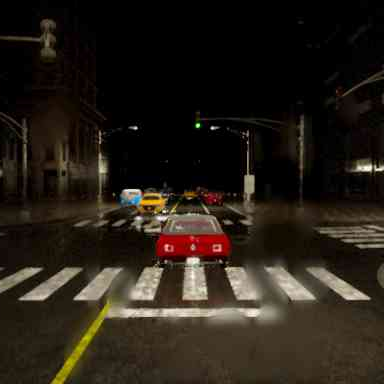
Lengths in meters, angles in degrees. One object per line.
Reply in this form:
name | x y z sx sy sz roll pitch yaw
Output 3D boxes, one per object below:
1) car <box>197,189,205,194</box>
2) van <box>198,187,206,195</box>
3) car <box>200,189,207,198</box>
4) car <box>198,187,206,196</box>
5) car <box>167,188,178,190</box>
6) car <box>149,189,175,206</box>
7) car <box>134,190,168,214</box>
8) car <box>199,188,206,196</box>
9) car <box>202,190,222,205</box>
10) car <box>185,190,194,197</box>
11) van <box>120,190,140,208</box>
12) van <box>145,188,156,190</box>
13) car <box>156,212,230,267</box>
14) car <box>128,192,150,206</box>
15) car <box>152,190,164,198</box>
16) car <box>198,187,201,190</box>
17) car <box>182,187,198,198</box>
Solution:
car | 2.200 -0.138 82.805 2.008 1.369 4.403 0 1 0
van | 2.238 -0.237 77.276 1.690 1.788 3.998 0 1 0
car | 2.473 0.633 44.135 1.887 1.381 4.507 0 1 0
car | 2.394 0.388 55.353 1.752 1.417 4.829 0 1 0
car | -3.409 0.529 47.419 1.837 1.490 4.892 0 1 0
car | -3.352 0.720 37.288 2.128 1.511 4.902 0 1 0
car | -3.281 0.908 27.402 1.882 1.535 5.008 0 1 -2
car | 2.434 0.522 49.659 1.887 1.381 4.507 0 1 0
car | 2.512 0.744 38.611 1.887 1.381 4.507 0 1 0
car | -0.468 0.208 68.331 1.895 1.301 4.718 0 1 0
van | -6.006 0.657 33.043 1.690 1.788 3.998 0 1 0
van | -6.117 0.321 49.614 1.690 1.788 3.998 0 1 0
car | 0.018 1.378 10.513 1.895 1.301 4.718 0 1 0
car | -6.043 0.748 38.571 1.887 1.381 4.507 0 1 0
car | -6.190 0.340 60.667 1.802 1.307 4.206 0 1 0
car | 2.317 0.189 66.232 1.887 1.381 4.507 0 1 0
car | -0.396 0.290 57.882 1.882 1.535 5.008 0 1 0
